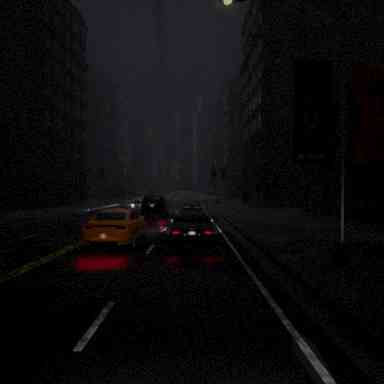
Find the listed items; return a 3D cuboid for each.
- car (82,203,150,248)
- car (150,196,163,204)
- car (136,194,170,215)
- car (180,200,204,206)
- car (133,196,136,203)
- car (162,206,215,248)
[{"bbox_3d":[-3.250,1.473,14.651,1.882,1.535,5.008,0,0,0],"label":"car"},{"bbox_3d":[-6.499,1.448,61.654,1.812,1.442,4.674,0,0,0],"label":"car"},{"bbox_3d":[-3.249,1.223,29.681,2.150,2.045,5.566,0,0,0],"label":"car"},{"bbox_3d":[0.001,1.460,29.651,2.128,1.511,4.902,0,0,0],"label":"car"},{"bbox_3d":[-9.749,1.400,61.654,1.882,1.535,5.008,0,0,0],"label":"car"},{"bbox_3d":[0.000,1.551,14.651,2.033,1.411,5.357,0,0,0],"label":"car"}]
